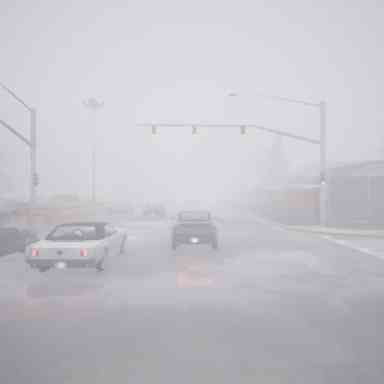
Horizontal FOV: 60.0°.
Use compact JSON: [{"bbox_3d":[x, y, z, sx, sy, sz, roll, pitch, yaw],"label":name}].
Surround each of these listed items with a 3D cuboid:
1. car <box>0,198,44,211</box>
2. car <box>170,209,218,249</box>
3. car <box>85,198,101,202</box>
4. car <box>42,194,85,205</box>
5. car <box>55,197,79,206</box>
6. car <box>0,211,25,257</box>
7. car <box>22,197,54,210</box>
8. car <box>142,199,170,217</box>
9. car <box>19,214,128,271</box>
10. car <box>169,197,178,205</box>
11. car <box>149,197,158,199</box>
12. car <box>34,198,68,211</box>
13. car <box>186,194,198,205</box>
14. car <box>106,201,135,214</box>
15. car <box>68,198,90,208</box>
[{"bbox_3d":[-14.050,1.506,26.422,1.882,1.535,5.008,0,0,-1],"label":"car"},{"bbox_3d":[0.099,1.520,14.654,1.837,1.490,4.892,0,0,0],"label":"car"},{"bbox_3d":[-14.002,1.554,46.491,1.837,1.490,4.892,0,0,0],"label":"car"},{"bbox_3d":[-14.029,1.260,36.360,2.150,2.045,5.566,0,0,0],"label":"car"},{"bbox_3d":[-21.003,1.606,55.993,2.033,1.411,5.357,0,0,0],"label":"car"},{"bbox_3d":[-6.901,1.558,10.584,2.033,1.411,5.357,0,0,0],"label":"car"},{"bbox_3d":[-21.002,1.539,45.597,2.128,1.511,4.902,0,0,0],"label":"car"},{"bbox_3d":[-3.401,1.634,31.192,1.895,1.301,4.718,0,0,0],"label":"car"},{"bbox_3d":[-3.401,1.612,10.851,1.895,1.301,4.718,0,0,0],"label":"car"},{"bbox_3d":[-3.496,1.589,60.154,1.812,1.442,4.674,0,0,0],"label":"car"},{"bbox_3d":[-6.991,1.589,60.728,1.812,1.442,4.674,0,0,0],"label":"car"},{"bbox_3d":[-17.502,1.535,41.537,2.128,1.511,4.902,0,0,0],"label":"car"},{"bbox_3d":[-0.003,1.556,60.909,2.128,1.511,4.902,0,0,0],"label":"car"},{"bbox_3d":[-6.901,1.582,32.482,2.033,1.411,5.357,0,0,0],"label":"car"},{"bbox_3d":[-17.503,1.618,51.576,1.994,1.385,4.181,0,0,0],"label":"car"}]
